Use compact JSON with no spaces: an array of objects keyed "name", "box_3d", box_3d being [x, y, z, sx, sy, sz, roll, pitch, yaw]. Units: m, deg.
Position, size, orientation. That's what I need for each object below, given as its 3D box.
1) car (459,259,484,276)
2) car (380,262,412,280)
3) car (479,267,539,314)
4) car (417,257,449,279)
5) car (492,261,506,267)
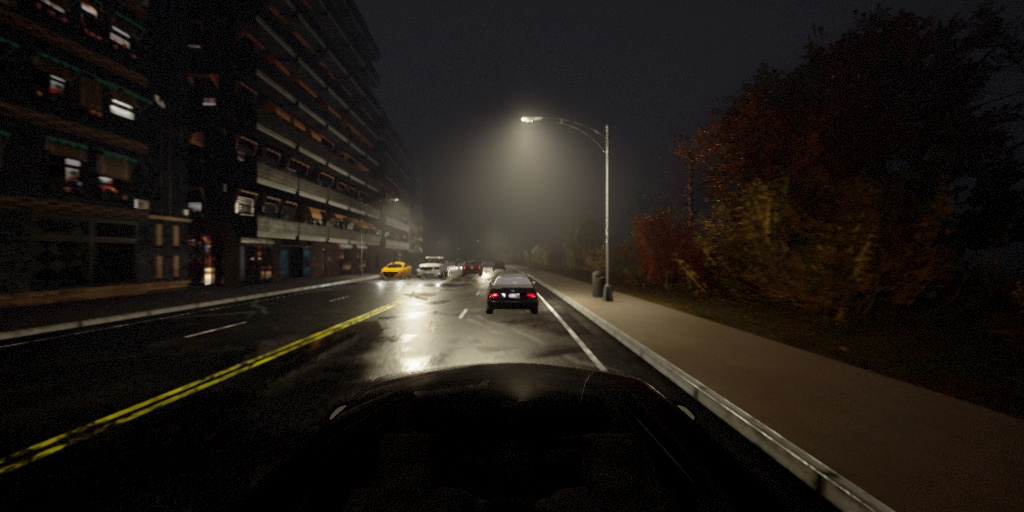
[{"name":"car","box_3d":[-4.212,1.221,38.774,2.097,1.767,4.553,0,0,-3]},{"name":"car","box_3d":[-10.621,1.339,33.182,1.882,1.535,5.008,0,0,-3]},{"name":"car","box_3d":[-0.026,1.337,14.083,2.033,1.411,5.357,0,0,-1]},{"name":"car","box_3d":[-7.394,1.080,33.829,2.150,2.045,5.566,0,0,-3]},{"name":"car","box_3d":[-1.905,1.446,52.666,2.033,1.411,5.357,0,0,-5]}]
